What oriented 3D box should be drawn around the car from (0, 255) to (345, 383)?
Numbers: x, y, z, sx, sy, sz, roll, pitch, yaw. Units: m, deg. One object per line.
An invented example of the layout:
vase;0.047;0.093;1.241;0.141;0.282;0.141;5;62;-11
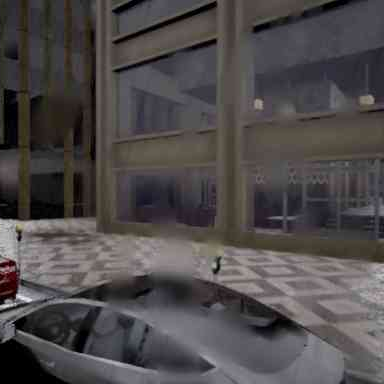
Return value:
car;-0.703;1.562;3.457;4.313;1.339;1.947;0;0;35
